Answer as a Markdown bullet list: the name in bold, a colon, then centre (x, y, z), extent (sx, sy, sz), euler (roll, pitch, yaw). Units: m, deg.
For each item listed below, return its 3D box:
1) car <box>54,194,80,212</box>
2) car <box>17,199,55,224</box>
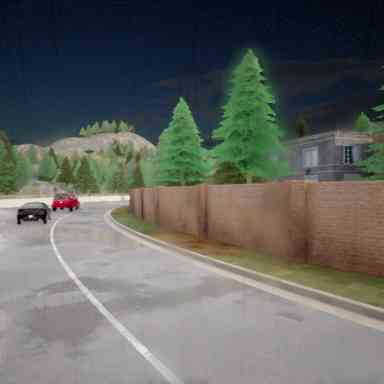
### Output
- **car**: centre (-14.965, 1.227, 39.678), extent (2.150, 2.045, 5.566), euler (0, 0, -8)
- **car**: centre (-11.679, 1.483, 24.859), extent (1.882, 1.535, 5.008), euler (0, 0, -18)
